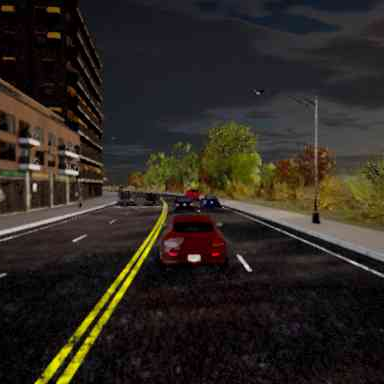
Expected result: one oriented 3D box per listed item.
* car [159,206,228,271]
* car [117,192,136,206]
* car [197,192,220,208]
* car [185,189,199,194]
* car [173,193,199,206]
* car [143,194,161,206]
[{"bbox_3d":[0.006,1.398,10.334,1.812,1.442,4.674,0,1,-1],"label":"car"},{"bbox_3d":[-8.365,0.850,42.699,2.097,1.767,4.553,0,1,-5],"label":"car"},{"bbox_3d":[1.984,1.075,37.717,1.994,1.385,4.181,0,1,-4],"label":"car"},{"bbox_3d":[0.101,0.482,57.086,2.150,2.045,5.566,0,1,-7],"label":"car"},{"bbox_3d":[-0.837,1.148,32.019,2.033,1.411,5.357,0,1,-4],"label":"car"},{"bbox_3d":[-5.100,0.985,42.666,1.837,1.490,4.892,0,1,-5],"label":"car"}]
